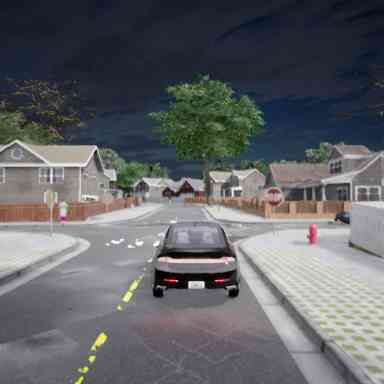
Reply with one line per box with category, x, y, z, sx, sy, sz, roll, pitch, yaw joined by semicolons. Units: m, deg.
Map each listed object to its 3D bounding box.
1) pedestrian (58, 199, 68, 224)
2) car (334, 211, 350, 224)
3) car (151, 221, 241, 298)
pedestrian;-9.707;1.433;25.017;0.375;1.860;0.375;0;-1;1
car;12.284;1.451;21.842;5.357;1.411;2.033;-1;-2;1
car;0.079;1.499;8.544;2.128;1.511;4.902;0;0;0
